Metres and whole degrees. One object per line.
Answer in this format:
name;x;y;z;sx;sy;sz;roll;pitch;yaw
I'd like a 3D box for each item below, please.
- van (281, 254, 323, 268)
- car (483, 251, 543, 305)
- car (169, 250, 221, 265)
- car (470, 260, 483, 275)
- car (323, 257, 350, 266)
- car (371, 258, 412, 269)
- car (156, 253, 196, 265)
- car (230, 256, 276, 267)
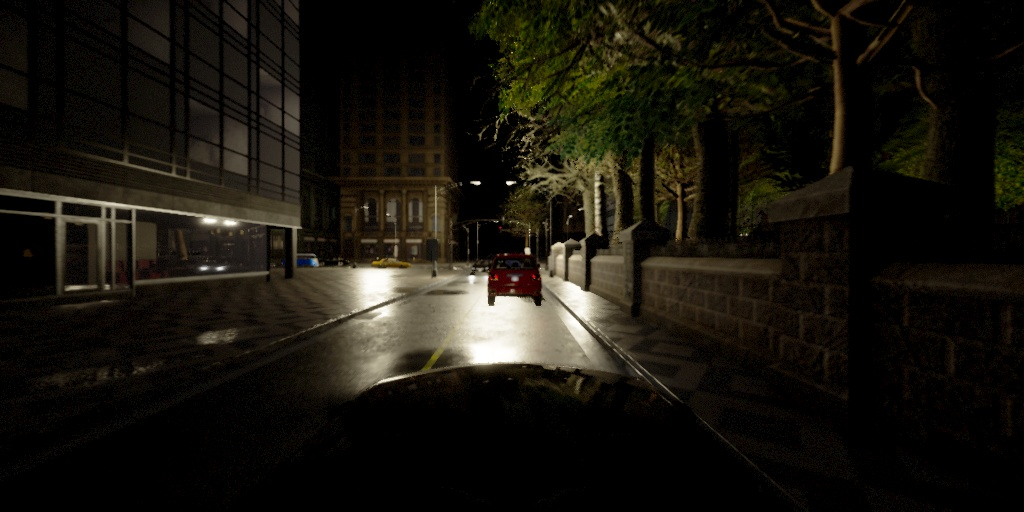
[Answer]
van;-26.349;0.649;44.739;3.998;1.789;1.690;0;0;0
car;0.102;0.911;15.752;2.150;2.045;5.566;0;0;0
car;-42.545;0.300;47.550;5.566;2.045;2.150;1;0;1
car;-3.003;1.111;35.940;1.837;1.490;4.892;0;0;0
car;-26.308;0.836;53.265;4.313;1.339;1.948;0;0;0
car;-14.938;0.956;44.672;4.829;1.417;1.751;0;0;0
car;-43.037;0.606;44.837;4.829;1.417;1.751;0;0;0
car;-31.967;0.788;44.772;4.403;1.370;2.007;0;0;0
